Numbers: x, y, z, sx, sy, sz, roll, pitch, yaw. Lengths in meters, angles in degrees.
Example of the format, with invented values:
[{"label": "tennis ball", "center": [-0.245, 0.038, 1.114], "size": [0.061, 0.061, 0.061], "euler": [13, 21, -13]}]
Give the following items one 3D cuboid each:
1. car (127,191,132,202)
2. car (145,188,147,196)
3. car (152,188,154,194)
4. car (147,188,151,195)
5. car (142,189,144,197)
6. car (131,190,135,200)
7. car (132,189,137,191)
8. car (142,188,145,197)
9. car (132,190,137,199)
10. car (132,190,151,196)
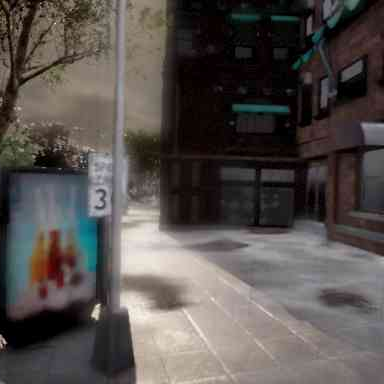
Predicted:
[{"label": "car", "center": [-12.451, 0.969, 50.856], "size": [5.366, 1.575, 1.946], "euler": [2, 1, -23]}, {"label": "car", "center": [-13.290, 0.399, 74.916], "size": [4.553, 1.767, 2.185], "euler": [2, 1, -22]}, {"label": "car", "center": [-13.955, 0.010, 89.888], "size": [5.566, 2.045, 2.435], "euler": [2, 1, -22]}, {"label": "car", "center": [-13.575, 0.165, 80.881], "size": [5.566, 2.045, 2.435], "euler": [2, 1, -23]}, {"label": "car", "center": [-13.104, 0.662, 68.901], "size": [4.792, 1.488, 2.163], "euler": [2, 1, -22]}, {"label": "car", "center": [-12.589, 0.911, 53.854], "size": [5.366, 1.575, 1.946], "euler": [2, 1, -23]}, {"label": "car", "center": [-12.947, 0.730, 65.914], "size": [4.674, 1.452, 2.002], "euler": [2, 1, -22]}, {"label": "car", "center": [-13.166, 0.453, 71.918], "size": [4.553, 1.767, 2.185], "euler": [2, 1, -22]}, {"label": "car", "center": [-12.546, 0.864, 56.924], "size": [4.892, 1.521, 2.231], "euler": [2, 1, -23]}, {"label": "car", "center": [-14.088, 0.241, 92.890], "size": [4.792, 1.488, 2.163], "euler": [2, 1, -22]}]
